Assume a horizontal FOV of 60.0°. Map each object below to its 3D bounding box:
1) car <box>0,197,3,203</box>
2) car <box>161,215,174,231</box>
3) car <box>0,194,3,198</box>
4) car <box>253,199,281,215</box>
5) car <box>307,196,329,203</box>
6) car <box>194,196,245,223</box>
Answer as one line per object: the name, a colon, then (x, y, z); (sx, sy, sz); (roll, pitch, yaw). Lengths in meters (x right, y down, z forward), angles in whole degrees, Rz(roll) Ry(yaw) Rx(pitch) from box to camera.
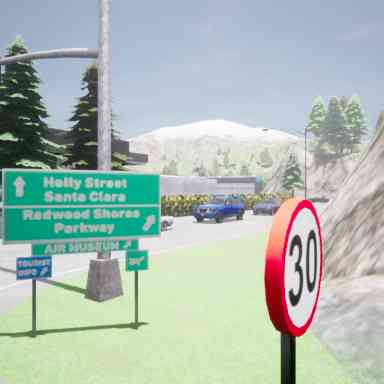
car: (-12.410, 1.505, 26.008); (1.905, 1.878, 3.866); (0, 0, 35)
car: (-3.253, 1.792, 20.021); (1.895, 1.301, 4.718); (0, 0, 36)
car: (-38.725, 1.490, 69.883); (4.514, 1.523, 2.007); (0, 0, 35)
car: (8.345, 1.544, 36.034); (2.097, 1.767, 4.553); (0, 0, 36)
car: (28.319, 1.717, 74.690); (2.128, 1.511, 4.902); (0, 0, -42)
car: (2.431, 1.413, 27.877); (2.150, 2.045, 5.566); (0, 0, 36)
